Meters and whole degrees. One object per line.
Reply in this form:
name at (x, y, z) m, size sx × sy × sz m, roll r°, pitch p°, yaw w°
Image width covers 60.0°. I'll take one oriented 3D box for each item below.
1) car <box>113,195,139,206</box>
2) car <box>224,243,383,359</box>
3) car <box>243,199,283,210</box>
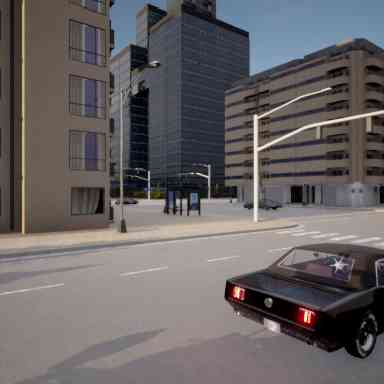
car at (-11.031, 1.619, 57.145) m, size 4.181 × 1.385 × 1.994 m, roll 0°, pitch 0°, yaw 36°
car at (2.922, 1.601, 6.009) m, size 4.718 × 1.301 × 1.895 m, roll 0°, pitch 0°, yaw -36°
car at (9.155, 1.603, 43.238) m, size 2.033 × 1.411 × 5.357 m, roll 0°, pitch 0°, yaw -38°
